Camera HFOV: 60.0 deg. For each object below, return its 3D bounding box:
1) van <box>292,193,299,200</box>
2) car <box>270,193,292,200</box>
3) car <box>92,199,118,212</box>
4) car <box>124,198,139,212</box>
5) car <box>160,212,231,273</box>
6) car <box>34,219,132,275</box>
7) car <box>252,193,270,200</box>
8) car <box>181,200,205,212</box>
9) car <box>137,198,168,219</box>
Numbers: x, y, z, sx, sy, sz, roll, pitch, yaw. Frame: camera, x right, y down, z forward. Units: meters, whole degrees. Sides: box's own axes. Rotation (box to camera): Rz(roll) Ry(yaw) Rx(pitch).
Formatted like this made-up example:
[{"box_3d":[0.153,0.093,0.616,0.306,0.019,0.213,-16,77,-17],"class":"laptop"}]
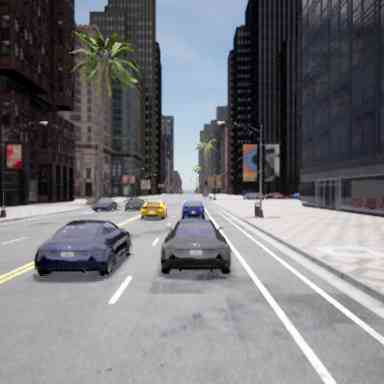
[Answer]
[{"box_3d":[28.455,1.208,85.854,3.998,1.788,1.690,0,0,0],"class":"van"},{"box_3d":[22.777,1.452,85.855,4.206,1.307,1.802,0,0,0],"class":"car"},{"box_3d":[-9.797,1.487,38.004,2.033,1.411,5.357,0,0,0],"class":"car"},{"box_3d":[-6.544,1.445,38.494,1.837,1.490,4.892,0,-1,0],"class":"car"},{"box_3d":[0.104,1.545,10.660,1.994,1.385,4.181,0,0,0],"class":"car"},{"box_3d":[-3.145,1.546,10.412,1.994,1.385,4.181,0,0,0],"class":"car"},{"box_3d":[17.100,1.425,85.855,4.403,1.369,2.008,0,0,0],"class":"car"},{"box_3d":[0.110,1.431,28.497,1.882,1.535,5.008,0,0,0],"class":"car"},{"box_3d":[-3.139,1.431,28.475,1.882,1.535,5.008,0,0,0],"class":"car"}]
